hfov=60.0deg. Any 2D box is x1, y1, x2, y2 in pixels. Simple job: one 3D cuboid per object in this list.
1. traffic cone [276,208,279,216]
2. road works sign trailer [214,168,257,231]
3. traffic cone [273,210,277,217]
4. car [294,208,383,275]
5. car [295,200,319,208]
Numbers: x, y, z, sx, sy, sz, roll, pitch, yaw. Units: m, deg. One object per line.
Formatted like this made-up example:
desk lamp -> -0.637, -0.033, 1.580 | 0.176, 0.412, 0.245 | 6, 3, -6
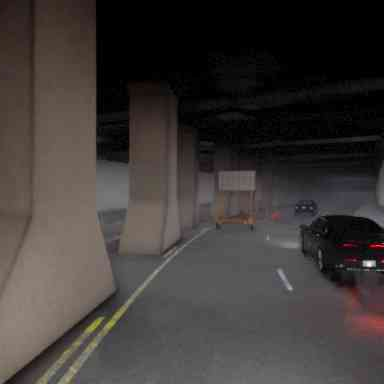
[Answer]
traffic cone -> 7.020, 1.854, 28.346 | 0.340, 0.580, 0.340 | 0, 0, 19
road works sign trailer -> 2.753, 0.381, 20.280 | 2.380, 3.560, 2.880 | 0, 0, 19
traffic cone -> 6.383, 1.860, 26.450 | 0.340, 0.580, 0.340 | 0, 0, 19
car -> 4.639, 1.476, 10.449 | 1.837, 1.490, 4.892 | 0, 0, 8
car -> 11.041, 1.447, 31.964 | 2.033, 1.411, 5.357 | 0, 0, 25
